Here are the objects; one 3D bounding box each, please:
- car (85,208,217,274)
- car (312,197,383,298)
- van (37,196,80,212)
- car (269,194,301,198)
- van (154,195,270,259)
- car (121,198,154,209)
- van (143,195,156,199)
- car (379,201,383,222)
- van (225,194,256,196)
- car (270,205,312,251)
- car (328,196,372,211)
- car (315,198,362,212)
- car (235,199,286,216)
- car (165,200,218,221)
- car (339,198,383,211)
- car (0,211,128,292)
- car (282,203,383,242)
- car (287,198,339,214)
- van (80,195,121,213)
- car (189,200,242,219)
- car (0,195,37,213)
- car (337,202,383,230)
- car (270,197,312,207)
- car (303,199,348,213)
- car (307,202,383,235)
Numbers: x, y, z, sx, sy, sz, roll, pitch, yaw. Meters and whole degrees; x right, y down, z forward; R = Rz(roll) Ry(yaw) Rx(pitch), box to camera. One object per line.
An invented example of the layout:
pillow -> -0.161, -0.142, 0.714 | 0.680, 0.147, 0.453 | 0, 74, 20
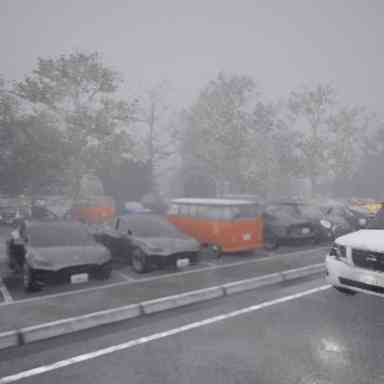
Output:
car -> -1.624, 1.508, 10.969 | 2.163, 1.488, 4.792 | 0, 0, -35
car -> 5.390, 1.199, 7.540 | 5.566, 2.045, 2.150 | 0, 0, -36
van -> -9.083, 1.250, 21.606 | 1.878, 1.987, 4.442 | 0, 0, -35
car -> 8.894, 1.222, 34.553 | 2.435, 2.045, 5.566 | 0, 0, -35
van -> 0.555, 1.241, 12.695 | 1.878, 1.987, 4.442 | 0, 0, -35
car -> -4.637, 1.454, 24.914 | 2.097, 1.535, 5.008 | 0, 0, -35
van -> -2.300, 1.220, 26.434 | 1.878, 1.987, 4.442 | 0, 0, -36
car -> 16.565, 1.472, 23.696 | 1.946, 1.575, 5.366 | 0, 0, -35
van -> 4.226, 1.223, 31.345 | 1.878, 1.987, 4.442 | 0, 0, -35
car -> 2.870, 1.486, 14.232 | 2.163, 1.488, 4.792 | 0, 0, -35
car -> 20.082, 1.412, 42.502 | 2.185, 1.767, 4.553 | 0, 0, -35
car -> 17.960, 1.555, 40.921 | 2.163, 1.488, 4.792 | 0, 0, -35
car -> 6.668, 1.490, 32.902 | 2.163, 1.488, 4.792 | 0, 0, -35
car -> -0.135, 1.470, 28.140 | 2.163, 1.488, 4.792 | 0, 0, -35
car -> 22.362, 1.551, 44.077 | 2.097, 1.535, 5.008 | 0, 0, -35
car -> -3.887, 1.519, 9.361 | 2.163, 1.488, 4.792 | 0, 0, -35
car -> 7.417, 1.444, 17.418 | 2.231, 1.521, 4.892 | 0, 0, -35
car -> 13.533, 1.496, 37.585 | 1.946, 1.575, 5.366 | 0, 0, -35
van -> -6.960, 1.239, 23.400 | 1.878, 1.987, 4.442 | 0, 0, -35
car -> 2.017, 1.471, 29.668 | 2.163, 1.488, 4.792 | 0, 0, -35
car -> -11.393, 1.235, 20.075 | 2.435, 2.045, 5.566 | 0, 0, -35
car -> 11.940, 1.448, 20.411 | 1.946, 1.575, 5.366 | 0, 0, -35
car -> 5.129, 1.322, 15.839 | 2.185, 1.767, 4.553 | 0, 0, -35
car -> 15.686, 1.552, 39.338 | 2.002, 1.452, 4.674 | 0, 0, -35
car -> 9.563, 1.441, 19.177 | 1.946, 1.575, 5.366 | 0, 0, -35
